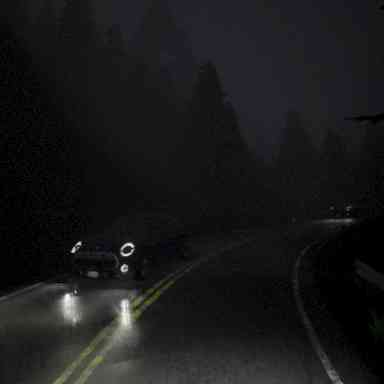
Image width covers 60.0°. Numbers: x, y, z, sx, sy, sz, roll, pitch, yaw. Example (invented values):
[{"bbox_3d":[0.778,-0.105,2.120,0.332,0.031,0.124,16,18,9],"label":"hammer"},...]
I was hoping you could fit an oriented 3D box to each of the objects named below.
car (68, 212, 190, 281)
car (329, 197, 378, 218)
[{"bbox_3d":[-1.717,1.490,10.447,2.097,1.767,4.553,-1,-1,21],"label":"car"},{"bbox_3d":[14.011,1.310,28.885,4.553,1.767,2.097,-2,-3,-31],"label":"car"}]
